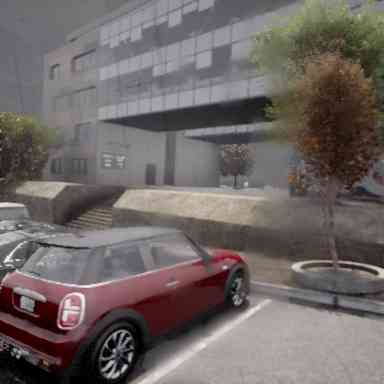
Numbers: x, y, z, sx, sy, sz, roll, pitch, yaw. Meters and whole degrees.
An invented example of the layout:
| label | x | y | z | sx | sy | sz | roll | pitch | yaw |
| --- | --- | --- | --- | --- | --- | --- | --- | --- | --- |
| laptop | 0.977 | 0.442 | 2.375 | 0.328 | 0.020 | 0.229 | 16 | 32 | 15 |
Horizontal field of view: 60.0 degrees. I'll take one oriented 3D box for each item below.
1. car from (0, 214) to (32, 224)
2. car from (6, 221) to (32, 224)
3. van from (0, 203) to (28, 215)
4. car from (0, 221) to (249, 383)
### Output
| label | x | y | z | sx | sy | sz | roll | pitch | yaw |
| --- | --- | --- | --- | --- | --- | --- | --- | --- | --- |
| car | -5.297 | 1.560 | 9.064 | 2.231 | 1.521 | 4.892 | -1 | 0 | 35 |
| car | -3.028 | 1.537 | 7.432 | 2.231 | 1.521 | 4.892 | -1 | 0 | 35 |
| van | -7.644 | 1.357 | 10.586 | 1.878 | 1.987 | 4.442 | -1 | 0 | 35 |
| car | -0.771 | 1.387 | 5.792 | 2.185 | 1.767 | 4.553 | -1 | 0 | 36 |
